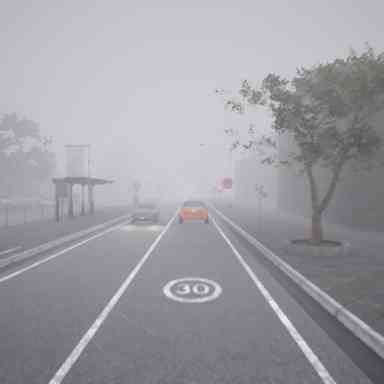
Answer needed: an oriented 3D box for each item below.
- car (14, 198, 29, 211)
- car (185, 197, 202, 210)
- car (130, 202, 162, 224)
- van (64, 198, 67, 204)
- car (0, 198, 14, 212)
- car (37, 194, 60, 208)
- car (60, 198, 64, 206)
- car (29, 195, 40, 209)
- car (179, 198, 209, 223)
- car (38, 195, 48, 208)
[{"bbox_3d":[-22.063,1.476,38.185,5.008,1.535,2.097,0,0,0],"label":"car"},{"bbox_3d":[0.154,1.427,42.325,2.033,1.411,5.357,0,1,0],"label":"car"},{"bbox_3d":[-3.317,1.498,24.672,1.837,1.490,4.892,0,0,0],"label":"car"},{"bbox_3d":[-21.941,1.250,52.060,4.442,1.987,1.878,0,0,0],"label":"van"},{"bbox_3d":[-22.088,1.351,35.410,4.553,1.767,2.185,0,0,0],"label":"car"},{"bbox_3d":[-21.871,1.472,46.510,5.366,1.575,1.946,0,0,0],"label":"car"},{"bbox_3d":[-22.087,1.505,49.287,4.792,1.488,2.163,0,0,0],"label":"car"},{"bbox_3d":[-22.051,1.477,40.961,4.892,1.521,2.231,0,0,0],"label":"car"},{"bbox_3d":[0.133,1.345,25.339,2.097,1.767,4.553,0,0,0],"label":"car"},{"bbox_3d":[-22.086,1.505,43.735,4.792,1.488,2.163,0,0,0],"label":"car"}]
